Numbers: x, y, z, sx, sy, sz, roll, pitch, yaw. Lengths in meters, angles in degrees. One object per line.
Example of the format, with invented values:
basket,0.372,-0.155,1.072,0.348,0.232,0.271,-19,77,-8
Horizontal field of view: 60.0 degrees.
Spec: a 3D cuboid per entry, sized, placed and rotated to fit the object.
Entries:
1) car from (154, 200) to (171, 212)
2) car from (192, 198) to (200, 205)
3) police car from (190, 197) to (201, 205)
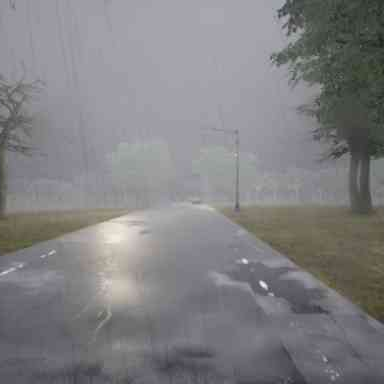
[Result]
car,-3.612,1.722,41.748,1.812,1.442,4.674,0,-1,0
car,0.998,2.391,84.428,1.837,1.490,4.892,0,-1,0
police car,1.005,2.128,74.540,1.930,1.638,5.238,0,-1,0
